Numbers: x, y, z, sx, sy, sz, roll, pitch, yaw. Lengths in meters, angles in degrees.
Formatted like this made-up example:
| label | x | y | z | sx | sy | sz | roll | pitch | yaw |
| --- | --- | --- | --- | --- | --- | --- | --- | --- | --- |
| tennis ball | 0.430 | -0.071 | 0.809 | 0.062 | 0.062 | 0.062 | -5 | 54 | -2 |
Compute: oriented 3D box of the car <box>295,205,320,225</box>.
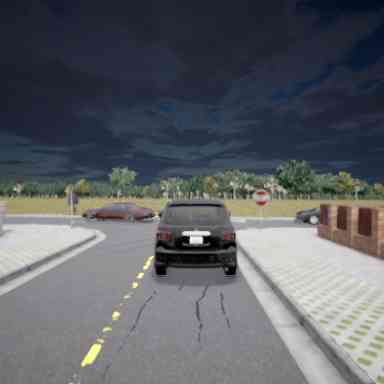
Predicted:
| label | x | y | z | sx | sy | sz | roll | pitch | yaw |
| --- | --- | --- | --- | --- | --- | --- | --- | --- | --- |
| car | 10.213 | 1.633 | 24.800 | 4.892 | 1.490 | 1.837 | 1 | 0 | 0 |

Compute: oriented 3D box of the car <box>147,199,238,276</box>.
| label | x | y | z | sx | sy | sz | roll | pitch | yaw |
| --- | --- | --- | --- | --- | --- | --- | --- | --- | --- |
| car | 0.100 | 1.211 | 10.451 | 2.150 | 2.045 | 5.566 | 0 | 0 | 0 |

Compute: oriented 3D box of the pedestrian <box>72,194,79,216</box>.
| label | x | y | z | sx | sy | sz | roll | pitch | yaw |
| --- | --- | --- | --- | --- | --- | --- | --- | --- | --- |
| pedestrian | -9.706 | 1.038 | 27.581 | 0.375 | 1.860 | 0.375 | 0 | -1 | 0 |

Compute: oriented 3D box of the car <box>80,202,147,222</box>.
| label | x | y | z | sx | sy | sz | roll | pitch | yaw |
| --- | --- | --- | --- | --- | --- | --- | --- | --- | --- |
| car | -5.578 | 1.481 | 25.058 | 5.357 | 1.411 | 2.033 | 1 | -1 | 12 |
